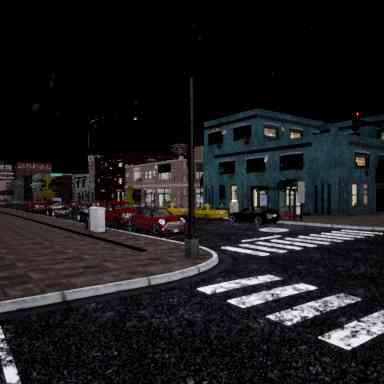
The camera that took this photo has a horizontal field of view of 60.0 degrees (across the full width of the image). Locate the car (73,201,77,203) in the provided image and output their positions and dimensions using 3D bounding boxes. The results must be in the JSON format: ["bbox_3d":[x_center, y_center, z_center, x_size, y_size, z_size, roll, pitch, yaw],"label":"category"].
[{"bbox_3d":[-22.254,2.279,61.582,1.802,1.307,4.206,-1,0,-36],"label":"car"}]

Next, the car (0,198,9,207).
[{"bbox_3d":[-42.470,2.358,74.798,2.192,1.841,5.009,-1,0,-36],"label":"car"}]

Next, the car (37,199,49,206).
[{"bbox_3d":[-35.803,2.495,79.901,1.752,1.417,4.829,-1,0,-36],"label":"car"}]

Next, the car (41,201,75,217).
[{"bbox_3d":[-15.535,2.053,38.460,2.008,1.369,4.403,-1,0,-36],"label":"car"}]

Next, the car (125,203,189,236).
[{"bbox_3d":[-2.089,1.674,20.279,1.967,1.590,4.097,-1,0,-36],"label":"car"}]

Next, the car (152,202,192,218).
[{"bbox_3d":[-2.184,1.821,34.446,1.752,1.417,4.829,-1,0,-36],"label":"car"}]

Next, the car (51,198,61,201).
[{"bbox_3d":[-25.297,2.265,61.343,1.812,1.442,4.674,-1,0,-35],"label":"car"}]

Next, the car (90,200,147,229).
[{"bbox_3d":[-5.454,1.616,24.824,2.192,1.841,5.009,-1,0,-36],"label":"car"}]

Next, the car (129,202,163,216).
[{"bbox_3d":[-5.445,1.911,38.855,2.008,1.369,4.403,-1,0,-36],"label":"car"}]

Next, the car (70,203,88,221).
[{"bbox_3d":[-8.811,1.919,29.370,2.008,1.369,4.403,-1,0,-36],"label":"car"}]

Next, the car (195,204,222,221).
[{"bbox_3d":[1.178,1.753,29.901,1.752,1.417,4.829,-1,0,-36],"label":"car"}]

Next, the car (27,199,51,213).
[{"bbox_3d":[-22.264,1.952,47.551,2.192,1.841,5.009,-1,0,-36],"label":"car"}]

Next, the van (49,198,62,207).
[{"bbox_3d":[-28.983,2.174,70.673,1.690,1.788,3.998,-1,0,-36],"label":"van"}]

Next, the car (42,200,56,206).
[{"bbox_3d":[-32.340,2.445,75.219,1.887,1.381,4.507,-1,0,-36],"label":"car"}]

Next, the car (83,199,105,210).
[{"bbox_3d":[-15.533,2.003,52.491,1.967,1.590,4.097,-1,0,-36],"label":"car"}]

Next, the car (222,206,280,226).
[{"bbox_3d":[4.643,1.725,25.219,1.947,1.339,4.313,-1,0,-36],"label":"car"}]
